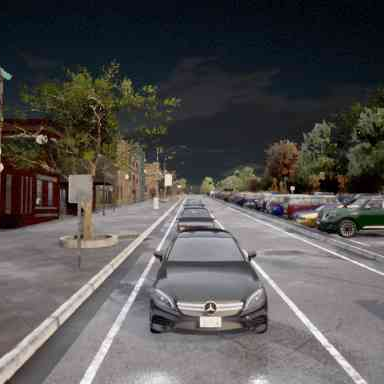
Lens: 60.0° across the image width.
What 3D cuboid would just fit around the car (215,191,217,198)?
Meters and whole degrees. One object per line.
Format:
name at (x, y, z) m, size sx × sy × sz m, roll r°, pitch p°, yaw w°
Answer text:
car at (8.801, 1.065, 81.588) m, size 5.008 × 1.535 × 2.097 m, roll 0°, pitch 1°, yaw 0°

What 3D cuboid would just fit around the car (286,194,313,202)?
car at (21.991, 1.188, 68.039) m, size 4.892 × 1.521 × 2.231 m, roll 0°, pitch 1°, yaw 0°

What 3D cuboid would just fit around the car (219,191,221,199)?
car at (8.880, 0.938, 67.570) m, size 5.566 × 2.045 × 2.435 m, roll 0°, pitch 1°, yaw 0°

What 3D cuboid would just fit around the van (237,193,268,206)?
van at (9.148, 1.113, 50.753) m, size 4.442 × 1.987 × 1.878 m, roll 0°, pitch 1°, yaw 0°

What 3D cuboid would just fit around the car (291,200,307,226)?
car at (9.071, 1.466, 19.908) m, size 5.366 × 1.575 × 1.946 m, roll 0°, pitch 0°, yaw 0°

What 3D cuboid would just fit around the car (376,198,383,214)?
car at (22.413, 1.444, 34.729) m, size 5.366 × 1.575 × 1.946 m, roll 0°, pitch 0°, yaw 0°

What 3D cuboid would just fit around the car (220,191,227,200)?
car at (8.901, 0.963, 64.767) m, size 5.566 × 2.045 × 2.435 m, roll 0°, pitch 1°, yaw 0°

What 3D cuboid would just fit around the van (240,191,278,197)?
van at (9.189, 1.163, 45.148) m, size 4.442 × 1.987 × 1.878 m, roll 0°, pitch 0°, yaw 0°

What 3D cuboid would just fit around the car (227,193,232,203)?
car at (8.984, 1.290, 56.360) m, size 4.892 × 1.521 × 2.231 m, roll 0°, pitch 1°, yaw 0°

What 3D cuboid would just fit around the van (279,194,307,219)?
van at (9.332, 1.237, 25.516) m, size 4.442 × 1.987 × 1.878 m, roll 0°, pitch 0°, yaw 0°

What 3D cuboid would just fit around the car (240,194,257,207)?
car at (9.099, 1.409, 42.342) m, size 4.892 × 1.521 × 2.231 m, roll 0°, pitch 0°, yaw 0°

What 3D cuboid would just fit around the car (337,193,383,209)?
car at (22.139, 1.153, 43.055) m, size 5.566 × 2.045 × 2.435 m, roll 0°, pitch 0°, yaw 0°

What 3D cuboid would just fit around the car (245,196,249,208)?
car at (9.111, 1.466, 39.539) m, size 4.674 × 1.452 × 2.002 m, roll 0°, pitch 0°, yaw 0°

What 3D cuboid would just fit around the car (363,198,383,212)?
car at (22.179, 1.469, 37.499) m, size 4.792 × 1.488 × 2.163 m, roll 0°, pitch 0°, yaw 0°

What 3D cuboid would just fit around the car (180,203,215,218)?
car at (0.190, 1.532, 17.477) m, size 2.033 × 1.411 × 5.357 m, roll 0°, pitch 0°, yaw 0°

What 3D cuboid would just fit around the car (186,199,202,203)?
car at (0.211, 1.440, 30.510) m, size 2.128 × 1.511 × 4.902 m, roll 0°, pitch 0°, yaw 0°

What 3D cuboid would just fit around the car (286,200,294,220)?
car at (9.238, 1.506, 22.713) m, size 4.674 × 1.452 × 2.002 m, roll 0°, pitch 0°, yaw 0°

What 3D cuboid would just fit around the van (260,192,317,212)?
van at (9.058, 1.230, 31.125) m, size 4.442 × 1.987 × 1.878 m, roll 0°, pitch 0°, yaw 0°

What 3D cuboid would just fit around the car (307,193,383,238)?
car at (9.248, 1.221, 17.105) m, size 5.566 × 2.045 × 2.435 m, roll 0°, pitch 0°, yaw 0°

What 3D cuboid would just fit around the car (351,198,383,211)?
car at (22.216, 1.452, 40.283) m, size 4.792 × 1.488 × 2.163 m, roll 0°, pitch 0°, yaw 0°

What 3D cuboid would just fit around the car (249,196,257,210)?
car at (9.163, 1.470, 36.731) m, size 4.792 × 1.488 × 2.163 m, roll 0°, pitch 0°, yaw 0°

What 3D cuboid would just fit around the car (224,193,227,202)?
car at (8.947, 1.279, 61.967) m, size 4.674 × 1.452 × 2.002 m, roll 0°, pitch 1°, yaw 0°

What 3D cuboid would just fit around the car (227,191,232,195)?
car at (9.001, 1.139, 59.162) m, size 4.553 × 1.767 × 2.185 m, roll 0°, pitch 1°, yaw 0°

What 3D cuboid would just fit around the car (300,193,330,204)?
car at (22.077, 1.135, 59.712) m, size 4.553 × 1.767 × 2.185 m, roll 0°, pitch 1°, yaw 0°

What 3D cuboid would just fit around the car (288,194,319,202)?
car at (21.820, 1.209, 65.261) m, size 5.366 × 1.575 × 1.946 m, roll 0°, pitch 0°, yaw 0°

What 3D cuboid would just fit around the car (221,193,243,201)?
car at (8.837, 1.014, 73.177) m, size 4.553 × 1.767 × 2.185 m, roll 0°, pitch 1°, yaw 0°

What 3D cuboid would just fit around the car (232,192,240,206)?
car at (9.024, 1.113, 47.947) m, size 5.566 × 2.045 × 2.435 m, roll 0°, pitch 1°, yaw 0°

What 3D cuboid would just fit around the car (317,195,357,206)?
car at (22.293, 1.332, 51.386) m, size 5.366 × 1.575 × 1.946 m, roll 0°, pitch 1°, yaw 0°

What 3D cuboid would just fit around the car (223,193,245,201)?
car at (8.857, 1.039, 70.374) m, size 4.553 × 1.767 × 2.185 m, roll 0°, pitch 1°, yaw 0°

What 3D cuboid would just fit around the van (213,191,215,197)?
van at (8.629, 0.764, 89.994) m, size 4.442 × 1.987 × 1.878 m, roll 0°, pitch 1°, yaw 0°

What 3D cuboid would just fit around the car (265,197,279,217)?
car at (9.190, 1.460, 28.319) m, size 5.008 × 1.535 × 2.097 m, roll 0°, pitch 0°, yaw 0°

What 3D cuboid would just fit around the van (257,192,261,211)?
van at (9.271, 1.222, 33.928) m, size 4.442 × 1.987 × 1.878 m, roll 0°, pitch 0°, yaw 0°

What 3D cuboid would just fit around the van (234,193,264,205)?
van at (9.128, 1.089, 53.556) m, size 4.442 × 1.987 × 1.878 m, roll 0°, pitch 1°, yaw 0°

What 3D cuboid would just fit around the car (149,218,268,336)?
car at (0.251, 1.524, 6.898) m, size 1.812 × 1.442 × 4.674 m, roll 0°, pitch 0°, yaw 0°
